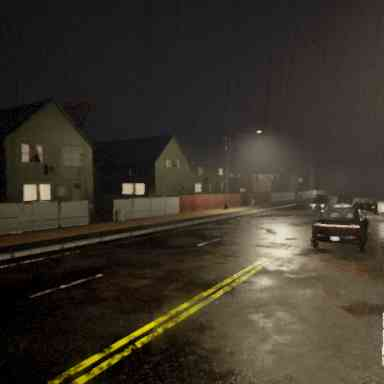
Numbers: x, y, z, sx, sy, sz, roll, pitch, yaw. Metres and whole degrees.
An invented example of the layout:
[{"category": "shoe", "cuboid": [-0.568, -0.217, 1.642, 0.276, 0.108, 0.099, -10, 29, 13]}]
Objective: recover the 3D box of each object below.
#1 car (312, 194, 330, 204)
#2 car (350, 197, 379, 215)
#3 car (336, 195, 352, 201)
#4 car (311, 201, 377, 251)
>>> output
[{"category": "car", "cuboid": [19.100, 1.053, 48.926, 2.033, 1.411, 5.357, 0, 1, 31]}, {"category": "car", "cuboid": [15.860, 1.284, 30.225, 1.895, 1.301, 4.718, 0, 1, 30]}, {"category": "car", "cuboid": [21.459, 1.063, 46.538, 2.033, 1.411, 5.357, 0, 1, 31]}, {"category": "car", "cuboid": [6.134, 1.359, 13.515, 2.128, 1.511, 4.902, 0, 1, 30]}]
